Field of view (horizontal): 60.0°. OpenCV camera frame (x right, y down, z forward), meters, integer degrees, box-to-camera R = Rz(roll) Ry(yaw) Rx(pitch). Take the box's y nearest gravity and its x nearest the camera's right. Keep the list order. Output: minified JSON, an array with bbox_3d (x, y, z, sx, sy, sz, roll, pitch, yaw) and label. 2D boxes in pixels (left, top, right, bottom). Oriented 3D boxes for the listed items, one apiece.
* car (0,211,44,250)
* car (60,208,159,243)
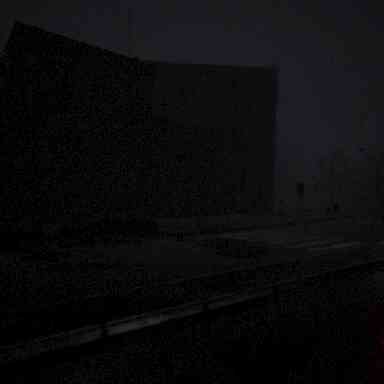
[{"bbox_3d":[-8.297,1.492,12.774,4.792,1.488,2.163,0,0,-36],"label":"car"},{"bbox_3d":[-3.840,1.509,15.990,4.674,1.452,2.002,0,-2,-36],"label":"car"}]
